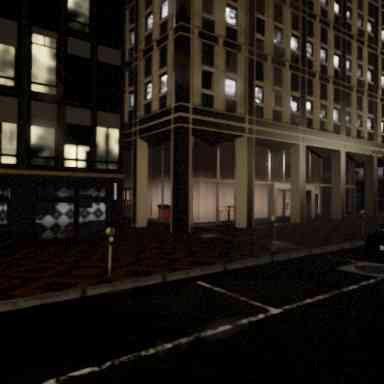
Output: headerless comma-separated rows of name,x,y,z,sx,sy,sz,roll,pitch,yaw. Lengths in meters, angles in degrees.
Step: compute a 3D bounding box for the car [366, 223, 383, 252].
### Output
car,8.283,1.524,12.454,4.313,1.339,1.947,0,1,-35
